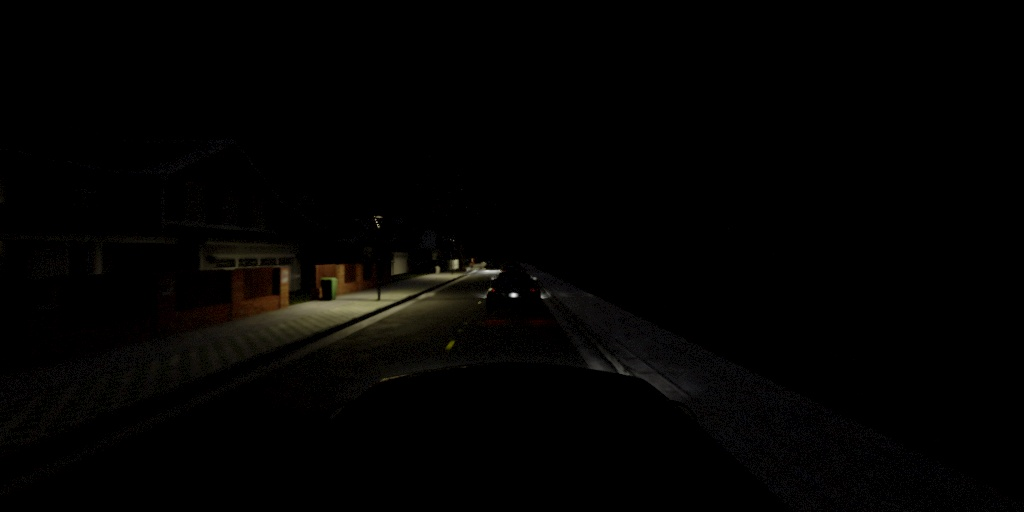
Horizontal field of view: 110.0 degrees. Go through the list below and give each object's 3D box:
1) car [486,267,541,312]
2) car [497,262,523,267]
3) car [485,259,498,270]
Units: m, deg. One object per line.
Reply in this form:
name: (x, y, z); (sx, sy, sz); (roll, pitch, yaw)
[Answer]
car: (0.071, 1.307, 14.279); (1.994, 1.385, 4.181); (0, 0, 0)
car: (0.055, 1.302, 29.211); (1.994, 1.385, 4.181); (0, 0, 0)
car: (-2.918, 1.229, 52.867); (2.128, 1.511, 4.902); (0, 0, 0)
